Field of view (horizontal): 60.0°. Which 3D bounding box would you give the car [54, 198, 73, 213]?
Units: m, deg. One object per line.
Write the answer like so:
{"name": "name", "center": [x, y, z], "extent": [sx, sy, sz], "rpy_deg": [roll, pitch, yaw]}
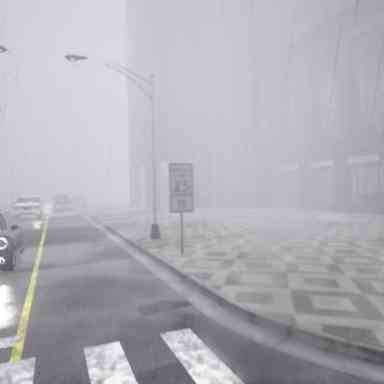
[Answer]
{"name": "car", "center": [-14.673, 1.665, 38.143], "extent": [1.895, 1.301, 4.718], "rpy_deg": [-1, 0, -22]}

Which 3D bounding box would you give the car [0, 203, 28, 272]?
{"name": "car", "center": [-6.610, 1.408, 10.477], "extent": [2.097, 1.767, 4.553], "rpy_deg": [-1, 0, -22]}

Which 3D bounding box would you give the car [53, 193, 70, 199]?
{"name": "car", "center": [-18.596, 1.310, 47.462], "extent": [2.150, 2.045, 5.566], "rpy_deg": [-1, 0, -23]}

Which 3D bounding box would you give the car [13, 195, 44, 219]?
{"name": "car", "center": [-14.846, 1.322, 30.361], "extent": [2.150, 2.045, 5.566], "rpy_deg": [-1, 0, -22]}

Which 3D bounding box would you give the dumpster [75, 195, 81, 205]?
{"name": "dumpster", "center": [-21.259, 1.464, 62.046], "extent": [1.020, 1.700, 1.940], "rpy_deg": [-2, 0, -23]}
